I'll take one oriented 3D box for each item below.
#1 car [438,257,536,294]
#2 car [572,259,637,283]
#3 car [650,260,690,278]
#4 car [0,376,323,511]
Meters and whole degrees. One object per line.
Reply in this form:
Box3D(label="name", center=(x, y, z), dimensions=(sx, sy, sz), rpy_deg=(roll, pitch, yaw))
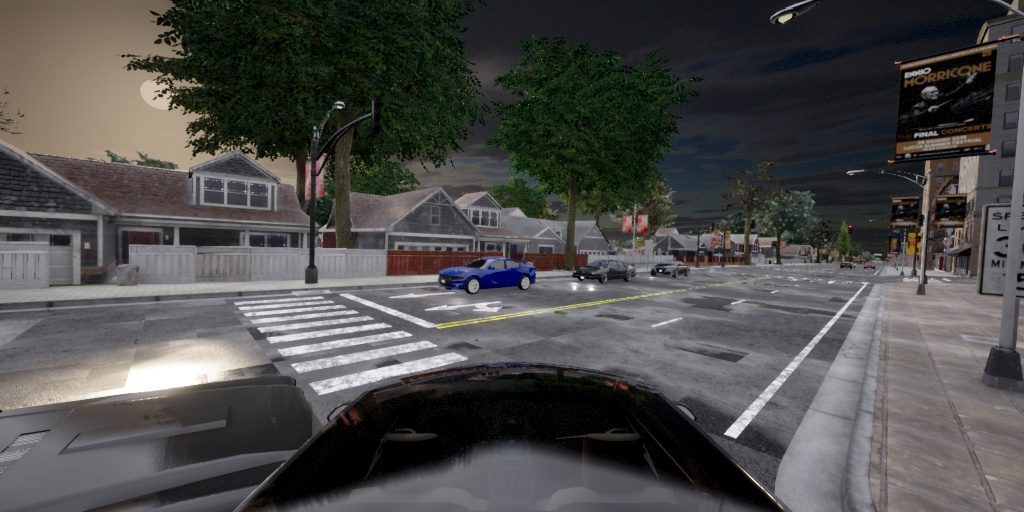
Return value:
Box3D(label="car", center=(-1.029, 0.791, 16.540), dimensions=(5.008, 1.535, 1.882), rpy_deg=(1, 2, -44))
Box3D(label="car", center=(6.178, 0.932, 23.417), dimensions=(5.357, 1.411, 2.033), rpy_deg=(1, 2, -44))
Box3D(label="car", center=(13.416, 1.023, 30.296), dimensions=(4.181, 1.385, 1.994), rpy_deg=(1, 2, -44))
Box3D(label="car", center=(-3.316, 1.279, 1.368), dimensions=(4.718, 1.301, 1.895), rpy_deg=(1, 2, -34))
